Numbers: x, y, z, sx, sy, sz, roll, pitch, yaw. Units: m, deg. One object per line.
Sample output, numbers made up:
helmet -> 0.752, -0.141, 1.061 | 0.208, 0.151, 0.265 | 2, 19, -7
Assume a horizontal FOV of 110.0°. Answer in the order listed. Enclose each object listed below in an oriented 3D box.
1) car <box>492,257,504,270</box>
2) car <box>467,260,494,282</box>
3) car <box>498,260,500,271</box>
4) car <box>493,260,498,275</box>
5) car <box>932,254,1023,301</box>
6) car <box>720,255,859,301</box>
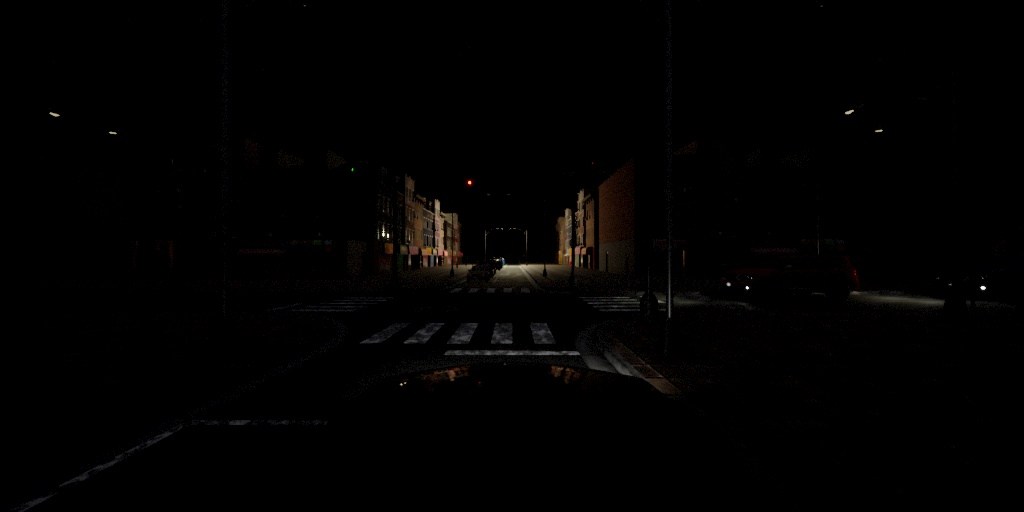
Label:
car -> -2.610, 1.249, 51.303 | 1.967, 1.591, 4.097 | 0, 0, 0
car -> -2.623, 1.292, 28.713 | 1.751, 1.417, 4.829 | 0, 0, 0
car -> -2.617, 1.367, 40.092 | 1.802, 1.307, 4.207 | 0, 0, 0
car -> -2.620, 1.320, 34.487 | 1.888, 1.381, 4.507 | 0, 0, 0
car -> 23.222, 0.931, 16.668 | 5.566, 2.045, 2.150 | -1, 0, 0
car -> 12.812, 0.958, 16.717 | 5.566, 2.045, 2.150 | 0, 0, -2
